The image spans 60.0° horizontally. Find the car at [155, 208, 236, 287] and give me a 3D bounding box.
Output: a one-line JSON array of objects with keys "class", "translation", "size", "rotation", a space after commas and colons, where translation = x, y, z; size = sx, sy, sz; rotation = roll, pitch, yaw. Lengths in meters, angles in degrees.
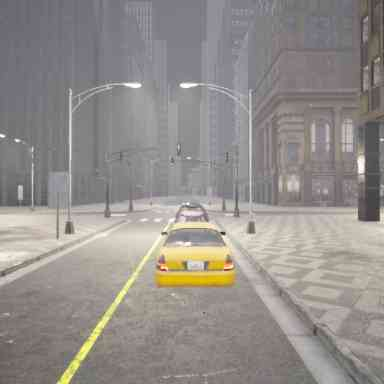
[{"class": "car", "translation": [0.051, 1.463, 9.258], "size": [1.801, 1.575, 5.366], "rotation": [0, 0, -1]}]

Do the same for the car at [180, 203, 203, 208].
[{"class": "car", "translation": [-0.019, 1.460, 20.909], "size": [2.033, 1.649, 4.856], "rotation": [0, 0, 0]}]
